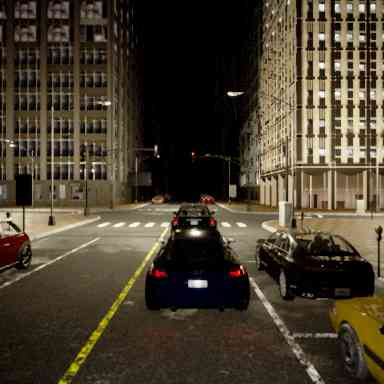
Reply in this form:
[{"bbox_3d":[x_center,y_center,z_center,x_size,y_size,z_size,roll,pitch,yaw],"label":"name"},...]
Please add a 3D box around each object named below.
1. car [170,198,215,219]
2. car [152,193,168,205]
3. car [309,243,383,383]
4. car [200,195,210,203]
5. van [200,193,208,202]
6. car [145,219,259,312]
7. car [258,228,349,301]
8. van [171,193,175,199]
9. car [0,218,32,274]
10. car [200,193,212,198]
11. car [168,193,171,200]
[{"bbox_3d":[0.090,1.342,16.412,2.097,1.767,4.553,0,0,0],"label":"car"},{"bbox_3d":[-5.810,1.371,57.380,1.967,1.590,4.097,0,0,0],"label":"car"},{"bbox_3d":[2.690,1.524,2.625,1.752,1.417,4.829,0,0,0],"label":"car"},{"bbox_3d":[2.660,1.343,68.751,1.967,1.590,4.097,0,0,0],"label":"car"},{"bbox_3d":[2.657,1.229,74.436,1.690,1.788,3.998,0,0,0],"label":"van"},{"bbox_3d":[0.098,1.560,7.779,1.994,1.385,4.181,0,0,0],"label":"car"},{"bbox_3d":[2.688,1.547,8.123,2.008,1.369,4.403,0,0,0],"label":"car"},{"bbox_3d":[-5.725,1.213,80.121,1.690,1.788,3.998,0,0,0],"label":"van"},{"bbox_3d":[-5.692,1.436,8.117,1.967,1.590,4.097,0,0,0],"label":"car"},{"bbox_3d":[2.761,1.371,57.383,1.967,1.590,4.097,0,0,0],"label":"car"},{"bbox_3d":[-5.747,1.232,63.065,2.192,1.841,5.009,0,0,0],"label":"car"}]
